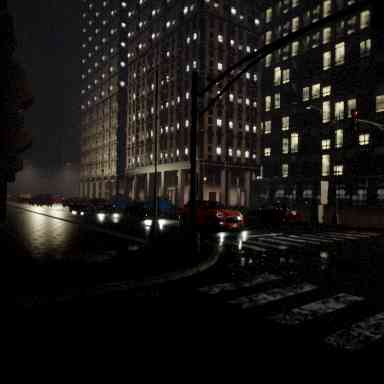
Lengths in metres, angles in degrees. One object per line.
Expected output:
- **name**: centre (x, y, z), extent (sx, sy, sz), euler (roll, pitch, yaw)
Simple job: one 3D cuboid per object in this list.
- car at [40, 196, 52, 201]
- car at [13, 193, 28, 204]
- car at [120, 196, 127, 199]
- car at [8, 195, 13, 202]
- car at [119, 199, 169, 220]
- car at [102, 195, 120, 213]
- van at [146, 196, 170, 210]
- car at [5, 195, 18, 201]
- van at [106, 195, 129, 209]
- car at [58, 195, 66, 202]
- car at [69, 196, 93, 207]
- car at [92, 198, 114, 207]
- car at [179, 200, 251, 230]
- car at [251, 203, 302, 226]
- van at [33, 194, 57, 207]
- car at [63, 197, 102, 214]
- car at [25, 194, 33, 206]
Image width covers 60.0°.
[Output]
- **car**: centre (-36.782, 1.570, 83.802), extent (1.802, 1.307, 4.206), euler (1, -1, -35)
- **car**: centre (-30.516, 1.155, 60.535), extent (2.192, 1.841, 5.009), euler (1, -1, -35)
- **car**: centre (-7.327, 1.584, 42.366), extent (2.008, 1.369, 4.403), euler (1, -1, -35)
- **car**: centre (-37.065, 1.396, 69.740), extent (1.947, 1.339, 4.313), euler (1, -1, -35)
- **car**: centre (-4.094, 1.502, 27.823), extent (1.994, 1.385, 4.181), euler (1, -1, -35)
- **car**: centre (-9.960, 1.402, 36.090), extent (1.882, 1.535, 5.008), euler (1, -1, -36)
- **van**: centre (-4.051, 1.382, 37.764), extent (1.690, 1.788, 3.998), euler (1, -1, -35)
- **car**: centre (-40.337, 1.377, 74.344), extent (2.008, 1.369, 4.403), euler (1, -1, -35)
- **van**: centre (-10.596, 1.368, 46.973), extent (1.690, 1.788, 3.998), euler (1, -1, -35)
- **car**: centre (-15.950, 1.404, 44.585), extent (2.128, 1.511, 4.902), euler (1, -1, -35)
- **car**: centre (-17.451, 1.454, 52.145), extent (2.128, 1.511, 4.902), euler (1, -1, -36)
- **car**: centre (-13.873, 1.586, 51.574), extent (1.947, 1.339, 4.313), euler (1, -1, -35)
- **car**: centre (1.111, 1.303, 20.509), extent (2.097, 1.767, 4.553), euler (1, -1, -35)
- **car**: centre (5.765, 1.505, 23.951), extent (1.967, 1.590, 4.097), euler (1, -1, -35)
- **van**: centre (-20.698, 1.197, 46.722), extent (1.690, 1.788, 3.998), euler (1, -1, -35)
- **car**: centre (-10.885, 1.427, 32.908), extent (2.008, 1.369, 4.403), euler (1, -1, -35)
- **car**: centre (-23.975, 1.432, 51.324), extent (1.802, 1.307, 4.206), euler (1, -1, -35)
